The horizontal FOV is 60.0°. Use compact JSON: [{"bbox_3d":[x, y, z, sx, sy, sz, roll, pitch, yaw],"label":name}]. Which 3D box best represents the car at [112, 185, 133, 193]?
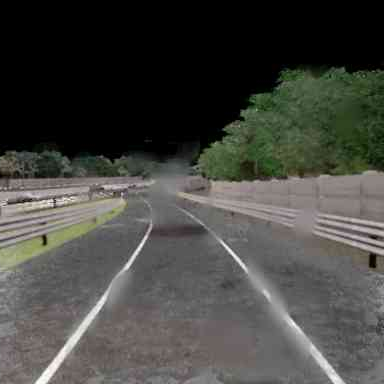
[{"bbox_3d":[-17.337,-0.439,83.632,2.033,1.411,5.357,0,3,10],"label":"car"}]

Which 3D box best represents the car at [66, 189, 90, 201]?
[{"bbox_3d":[-21.262,0.741,61.002,1.837,1.490,4.892,0,3,10],"label":"car"}]

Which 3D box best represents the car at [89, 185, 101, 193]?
[{"bbox_3d":[-24.227,-0.784,84.863,2.150,2.045,5.566,0,3,10],"label":"car"}]

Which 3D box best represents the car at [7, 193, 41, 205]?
[{"bbox_3d":[-26.416,1.258,51.766,2.128,1.511,4.902,0,3,10],"label":"car"}]

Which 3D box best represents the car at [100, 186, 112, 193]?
[{"bbox_3d":[-20.785,-0.440,84.235,1.994,1.385,4.181,0,3,10],"label":"car"}]
